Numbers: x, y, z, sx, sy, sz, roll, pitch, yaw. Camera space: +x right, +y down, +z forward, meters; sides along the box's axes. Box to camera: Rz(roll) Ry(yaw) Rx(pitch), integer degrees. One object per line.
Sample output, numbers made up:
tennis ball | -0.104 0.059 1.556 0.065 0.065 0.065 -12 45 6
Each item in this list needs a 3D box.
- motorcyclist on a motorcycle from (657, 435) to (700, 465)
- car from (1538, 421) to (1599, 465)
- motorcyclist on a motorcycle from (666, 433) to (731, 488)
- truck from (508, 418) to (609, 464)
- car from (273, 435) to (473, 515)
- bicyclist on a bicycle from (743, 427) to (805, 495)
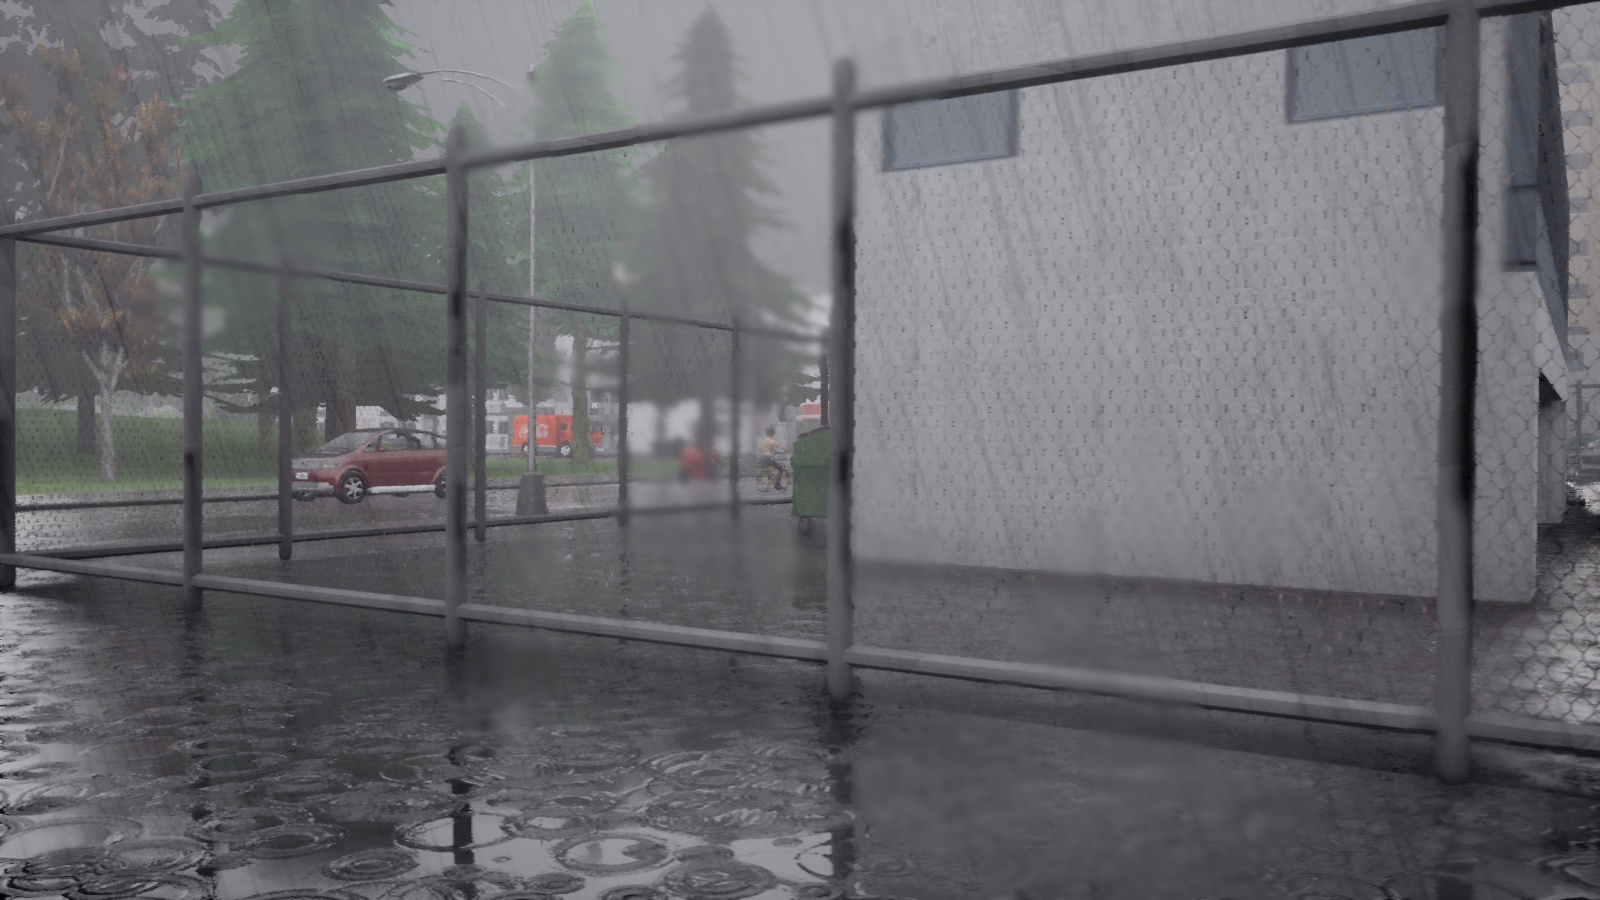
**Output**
motorcyclist on a motorcycle | -6.471 0.002 66.825 2.191 1.530 0.866 0 1 33
car | 31.034 -0.278 47.936 4.856 1.649 2.033 0 1 32
motorcyclist on a motorcycle | -2.912 0.293 36.170 0.797 1.523 2.044 0 1 32
truck | -13.719 -0.491 71.376 5.204 2.467 2.627 -1 1 32
car | -8.952 0.475 26.605 1.789 1.549 3.705 0 1 32
bicyclist on a bicycle | -0.655 0.269 32.238 0.866 1.612 1.509 0 4 32
